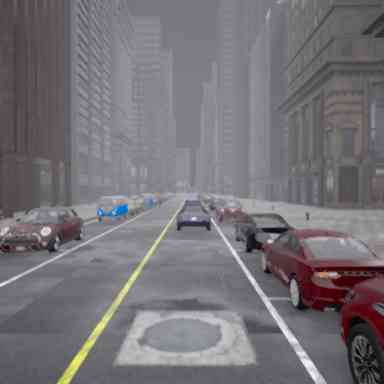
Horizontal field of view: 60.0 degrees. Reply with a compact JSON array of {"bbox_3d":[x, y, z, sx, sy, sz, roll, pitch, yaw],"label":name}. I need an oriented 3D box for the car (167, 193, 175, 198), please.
[{"bbox_3d":[-5.757,1.042,92.083,1.802,1.307,4.206,0,0,0],"label":"car"}]

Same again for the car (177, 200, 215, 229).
[{"bbox_3d":[0.102,1.435,20.353,1.994,1.385,4.181,0,0,0],"label":"car"}]

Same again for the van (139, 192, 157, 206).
[{"bbox_3d":[-5.762,1.084,41.352,1.690,1.788,3.998,0,0,0],"label":"van"}]

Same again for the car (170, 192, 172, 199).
[{"bbox_3d":[-5.759,1.130,69.536,2.008,1.369,4.403,0,0,0],"label":"car"}]

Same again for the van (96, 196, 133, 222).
[{"bbox_3d":[-5.763,1.186,24.443,1.690,1.788,3.998,0,0,0],"label":"van"}]

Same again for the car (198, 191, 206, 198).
[{"bbox_3d":[2.767,0.774,92.083,2.192,1.841,5.009,0,0,0],"label":"car"}]

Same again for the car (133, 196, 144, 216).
[{"bbox_3d":[-5.762,1.337,29.911,1.752,1.417,4.829,0,0,0],"label":"car"}]

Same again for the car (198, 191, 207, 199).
[{"bbox_3d":[2.766,0.803,86.447,2.192,1.841,5.009,0,0,0],"label":"car"}]

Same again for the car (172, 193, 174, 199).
[{"bbox_3d":[-5.758,1.130,75.173,1.802,1.307,4.206,0,0,0],"label":"car"}]

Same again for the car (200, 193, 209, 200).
[{"bbox_3d":[2.766,0.988,75.176,1.967,1.590,4.097,0,0,0],"label":"car"}]

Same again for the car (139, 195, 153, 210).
[{"bbox_3d":[-5.762,1.327,35.717,2.008,1.369,4.403,0,0,0],"label":"car"}]

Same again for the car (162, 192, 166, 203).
[{"bbox_3d":[-5.761,0.992,52.625,2.192,1.841,5.009,0,0,0],"label":"car"}]

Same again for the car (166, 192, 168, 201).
[{"bbox_3d":[-5.760,1.210,58.264,1.947,1.339,4.313,0,0,0],"label":"car"}]

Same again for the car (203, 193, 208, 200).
[{"bbox_3d":[2.765,1.259,52.632,1.802,1.307,4.206,0,0,0],"label":"car"}]

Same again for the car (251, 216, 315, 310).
[{"bbox_3d":[2.761,1.496,7.543,1.887,1.381,4.507,0,0,0],"label":"car"}]

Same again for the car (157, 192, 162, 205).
[{"bbox_3d":[-5.761,1.150,46.989,1.967,1.590,4.097,0,0,0],"label":"car"}]

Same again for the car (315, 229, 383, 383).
[{"bbox_3d":[2.760,1.302,1.905,2.192,1.841,5.009,0,0,0],"label":"car"}]

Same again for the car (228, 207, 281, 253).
[{"bbox_3d":[2.761,1.482,13.179,1.947,1.339,4.313,0,0,0],"label":"car"}]

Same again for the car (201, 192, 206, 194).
[{"bbox_3d":[2.766,1.193,63.905,1.802,1.307,4.206,0,0,0],"label":"car"}]

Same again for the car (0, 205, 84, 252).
[{"bbox_3d":[-5.764,1.356,13.171,1.967,1.590,4.097,0,0,0],"label":"car"}]

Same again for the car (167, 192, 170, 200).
[{"bbox_3d":[-5.759,1.177,63.900,1.947,1.339,4.313,0,0,0],"label":"car"}]

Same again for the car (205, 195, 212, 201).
[{"bbox_3d":[2.763,1.342,35.723,1.947,1.339,4.313,0,0,0],"label":"car"}]

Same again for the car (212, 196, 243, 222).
[{"bbox_3d":[2.762,1.285,24.450,1.967,1.590,4.097,0,0,0],"label":"car"}]

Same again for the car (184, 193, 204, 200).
[{"bbox_3d":[0.103,1.240,38.060,1.882,1.535,5.008,0,0,0],"label":"car"}]
